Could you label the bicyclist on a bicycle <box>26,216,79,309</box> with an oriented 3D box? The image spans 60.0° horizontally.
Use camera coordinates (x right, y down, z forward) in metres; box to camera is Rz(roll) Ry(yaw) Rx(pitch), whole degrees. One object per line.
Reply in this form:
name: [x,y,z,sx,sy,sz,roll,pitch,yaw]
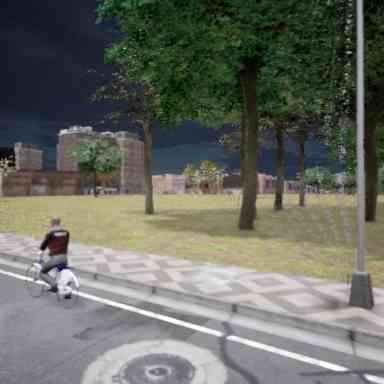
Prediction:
bicyclist on a bicycle: [-2.866,1.366,6.705,1.843,1.776,0.659,0,0,36]
